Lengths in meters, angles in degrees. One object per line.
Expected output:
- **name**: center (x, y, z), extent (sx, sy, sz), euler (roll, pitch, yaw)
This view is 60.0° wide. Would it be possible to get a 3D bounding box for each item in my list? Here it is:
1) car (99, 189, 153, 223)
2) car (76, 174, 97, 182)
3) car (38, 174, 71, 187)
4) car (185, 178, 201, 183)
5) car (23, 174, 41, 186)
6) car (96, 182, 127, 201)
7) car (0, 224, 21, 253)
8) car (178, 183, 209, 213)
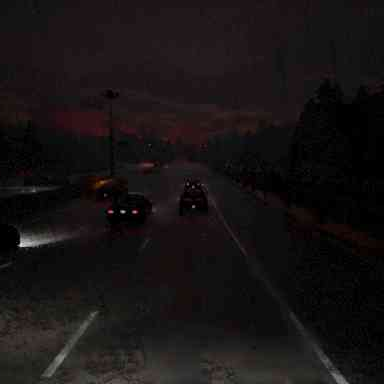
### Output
- **car**: center (-3.400, 0.842, 18.864), extent (2.033, 1.411, 5.357), euler (0, 4, 0)
- **car**: center (-13.918, -1.590, 44.272), extent (1.837, 1.490, 4.892), euler (0, 5, 1)
- **car**: center (-17.438, -1.369, 42.931), extent (1.895, 1.301, 4.718), euler (0, 6, 1)
- **car**: center (0.164, -1.072, 39.862), extent (1.895, 1.301, 4.718), euler (0, 6, 0)
- **car**: center (-20.909, -1.609, 44.853), extent (1.837, 1.490, 4.892), euler (0, 6, 0)
- **car**: center (-6.886, -0.132, 28.906), extent (1.882, 1.535, 5.008), euler (0, 5, 0)
- **car**: center (-6.900, 1.371, 9.755), extent (1.994, 1.385, 4.181), euler (0, 2, 0)
- **car**: center (0.101, 0.473, 22.686), extent (2.128, 1.511, 4.902), euler (0, 5, 0)
